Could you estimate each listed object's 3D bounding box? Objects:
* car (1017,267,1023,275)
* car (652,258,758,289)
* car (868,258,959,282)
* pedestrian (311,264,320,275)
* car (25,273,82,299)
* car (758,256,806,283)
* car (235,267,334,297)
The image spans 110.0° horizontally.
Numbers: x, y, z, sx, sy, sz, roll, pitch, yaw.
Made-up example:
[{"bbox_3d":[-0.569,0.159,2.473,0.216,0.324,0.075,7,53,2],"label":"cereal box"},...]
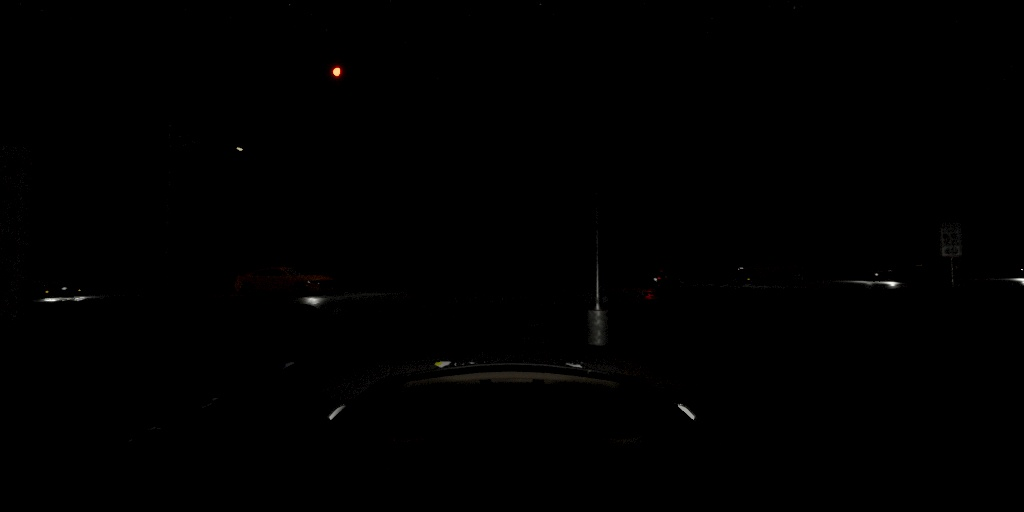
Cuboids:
[{"bbox_3d":[36.726,0.752,23.360,5.357,1.411,2.033,-1,-2,0],"label":"car"},{"bbox_3d":[10.312,0.990,19.734,4.892,1.490,1.837,-1,-2,0],"label":"car"},{"bbox_3d":[26.132,0.891,23.395,4.674,1.442,1.812,-1,-2,1],"label":"car"},{"bbox_3d":[-15.059,1.466,27.396,0.375,1.860,0.375,0,-1,0],"label":"pedestrian"},{"bbox_3d":[-26.734,1.633,19.819,4.181,1.385,1.994,0,-2,0],"label":"car"},{"bbox_3d":[16.283,0.875,23.422,4.553,1.767,2.097,-1,-2,0],"label":"car"},{"bbox_3d":[-12.057,1.322,19.120,5.008,1.535,1.882,-1,-2,9],"label":"car"}]
